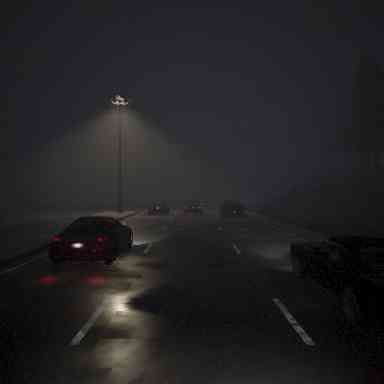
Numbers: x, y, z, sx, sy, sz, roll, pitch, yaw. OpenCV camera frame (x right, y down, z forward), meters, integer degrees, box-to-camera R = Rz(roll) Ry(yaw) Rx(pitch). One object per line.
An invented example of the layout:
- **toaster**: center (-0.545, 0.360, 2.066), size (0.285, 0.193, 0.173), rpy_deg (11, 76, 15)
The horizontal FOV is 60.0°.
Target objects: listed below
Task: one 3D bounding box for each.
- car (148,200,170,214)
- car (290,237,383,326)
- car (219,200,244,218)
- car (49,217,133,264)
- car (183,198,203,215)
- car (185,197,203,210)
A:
- **car**: center (-3.392, 1.563, 34.986), size (1.994, 1.385, 4.181), rpy_deg (0, 0, 0)
- **car**: center (3.599, 1.601, 7.044), size (1.895, 1.301, 4.718), rpy_deg (0, 0, 0)
- **car**: center (3.601, 1.477, 30.634), size (1.882, 1.535, 5.008), rpy_deg (0, 0, 0)
- **car**: center (-3.400, 1.564, 11.894), size (1.994, 1.385, 4.181), rpy_deg (0, 0, 0)
- **car**: center (0.105, 1.547, 34.439), size (2.033, 1.411, 5.357), rpy_deg (0, 0, 0)
- **car**: center (0.339, 1.491, 44.202), size (2.128, 1.511, 4.902), rpy_deg (0, 0, 2)
